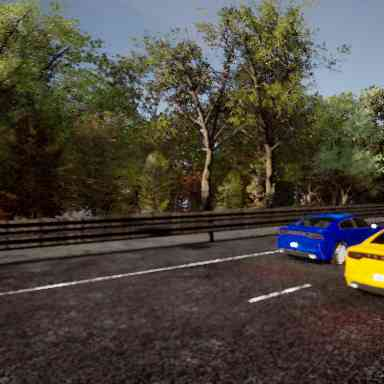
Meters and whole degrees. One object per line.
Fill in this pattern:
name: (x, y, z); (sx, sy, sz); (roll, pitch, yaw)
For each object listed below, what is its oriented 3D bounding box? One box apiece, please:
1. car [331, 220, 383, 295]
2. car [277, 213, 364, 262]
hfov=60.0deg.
car: (5.605, 1.493, 7.795); (5.008, 1.535, 1.882); (0, 0, -36)
car: (5.178, 1.497, 11.805); (5.008, 1.535, 1.882); (0, 0, -36)
